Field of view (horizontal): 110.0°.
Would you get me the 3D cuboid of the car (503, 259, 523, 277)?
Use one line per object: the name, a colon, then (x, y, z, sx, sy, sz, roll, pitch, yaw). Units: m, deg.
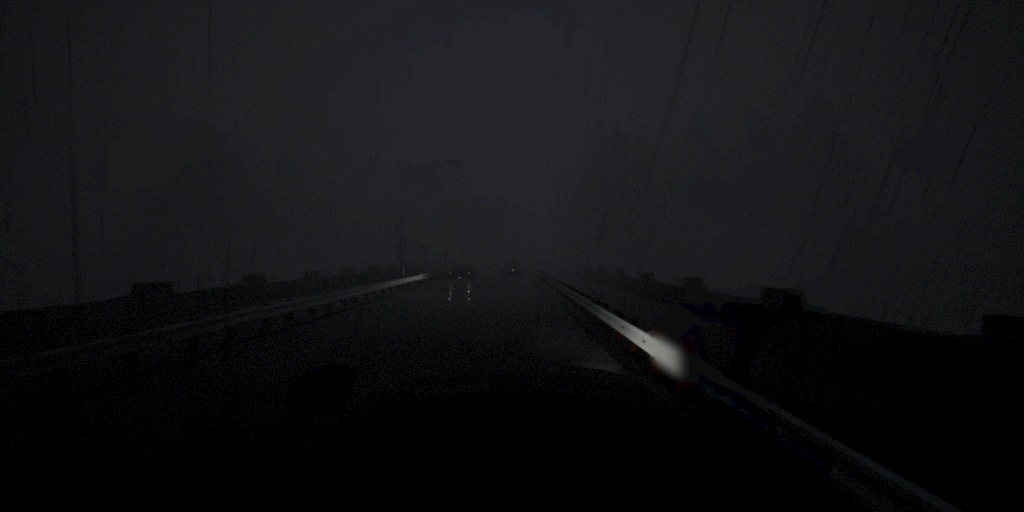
car: (0.080, 1.324, 36.159, 1.994, 1.385, 4.181, 0, 0, 0)

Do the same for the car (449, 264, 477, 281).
car: (-4.105, 1.358, 30.289, 1.895, 1.301, 4.718, 0, 0, 0)
